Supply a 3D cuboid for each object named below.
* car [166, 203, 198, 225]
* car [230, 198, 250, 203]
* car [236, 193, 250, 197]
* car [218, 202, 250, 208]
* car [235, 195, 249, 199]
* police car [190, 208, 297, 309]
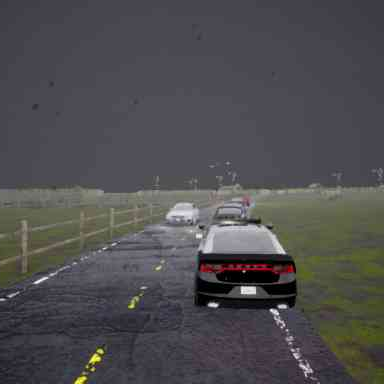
[{"bbox_3d":[-0.547,1.509,23.713,1.812,1.442,4.674,0,0,9],"label":"car"},{"bbox_3d":[2.944,1.459,23.613,1.882,1.535,5.008,0,0,10],"label":"car"},{"bbox_3d":[7.749,1.167,51.278,2.150,2.045,5.566,0,0,12],"label":"car"},{"bbox_3d":[2.048,1.494,17.772,1.837,1.490,4.892,0,0,8],"label":"car"},{"bbox_3d":[5.653,1.438,41.172,1.882,1.535,5.008,0,0,12],"label":"car"},{"bbox_3d":[1.097,1.423,8.080,1.930,1.638,5.238,0,0,4],"label":"police car"}]
